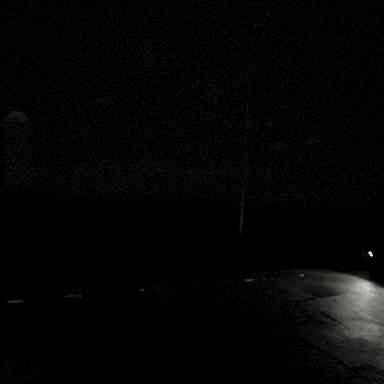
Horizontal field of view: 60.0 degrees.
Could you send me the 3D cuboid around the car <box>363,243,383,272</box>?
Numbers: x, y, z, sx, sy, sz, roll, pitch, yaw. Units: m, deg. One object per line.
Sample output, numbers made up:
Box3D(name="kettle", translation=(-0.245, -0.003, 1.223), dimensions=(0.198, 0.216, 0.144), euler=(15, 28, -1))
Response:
Box3D(name="car", translation=(7.493, 1.793, 9.641), dimensions=(5.357, 1.411, 2.033), euler=(3, 4, -26))
